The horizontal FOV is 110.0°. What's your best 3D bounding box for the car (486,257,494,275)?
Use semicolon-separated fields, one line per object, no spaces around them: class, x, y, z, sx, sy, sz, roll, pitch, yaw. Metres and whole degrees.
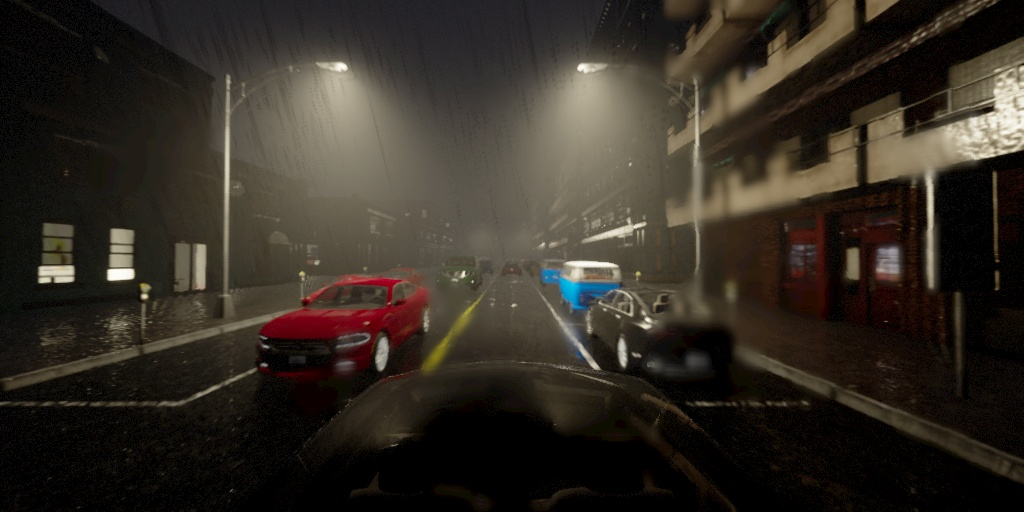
car;-3.027;1.213;39.731;1.882;1.535;5.008;0;0;0

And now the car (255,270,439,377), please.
car;-3.098;1.226;7.673;1.882;1.535;5.008;0;0;0

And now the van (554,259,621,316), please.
van;2.688;1.089;12.967;1.690;1.789;3.998;0;0;0

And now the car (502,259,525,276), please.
car;-0.009;1.302;37.052;1.994;1.385;4.181;0;0;0

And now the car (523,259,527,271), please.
car;2.677;1.295;46.453;1.948;1.339;4.313;0;0;0

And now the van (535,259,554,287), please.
van;2.685;1.086;24.130;1.690;1.789;3.998;0;0;0

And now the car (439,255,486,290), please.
car;-3.098;0.963;22.526;2.150;2.045;5.566;0;0;0

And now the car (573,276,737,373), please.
car;2.690;1.299;7.388;2.007;1.370;4.403;0;0;0

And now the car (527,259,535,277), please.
car;2.681;1.264;35.460;1.751;1.417;4.829;0;0;0

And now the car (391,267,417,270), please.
car;-5.694;1.291;18.510;1.888;1.381;4.507;0;0;0
